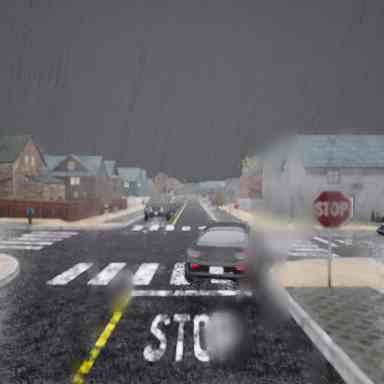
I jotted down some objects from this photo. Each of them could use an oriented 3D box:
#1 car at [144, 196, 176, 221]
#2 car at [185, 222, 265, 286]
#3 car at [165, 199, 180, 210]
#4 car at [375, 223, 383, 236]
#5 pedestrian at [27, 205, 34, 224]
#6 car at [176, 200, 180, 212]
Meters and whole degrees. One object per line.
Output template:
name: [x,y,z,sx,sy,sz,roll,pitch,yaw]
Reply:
car: [-2.855,1.365,29.262,2.150,2.045,5.566,0,0,0]
car: [1.072,1.588,9.545,1.812,1.442,4.674,0,-1,13]
car: [-2.834,1.796,49.117,1.994,1.385,4.181,0,0,0]
car: [11.918,1.930,16.658,4.718,1.301,1.895,1,1,0]
pedestrian: [-9.681,1.346,19.930,0.500,1.100,0.500,0,0,1]
car: [-2.835,1.753,39.176,1.994,1.385,4.181,0,0,1]
